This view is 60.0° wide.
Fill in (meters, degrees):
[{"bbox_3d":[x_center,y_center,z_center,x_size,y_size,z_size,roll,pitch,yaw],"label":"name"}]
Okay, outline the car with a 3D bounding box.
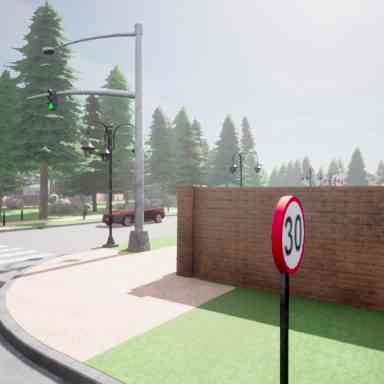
[{"bbox_3d":[-3.957,1.464,23.114,1.882,1.535,5.008,0,0,35],"label":"car"}]
